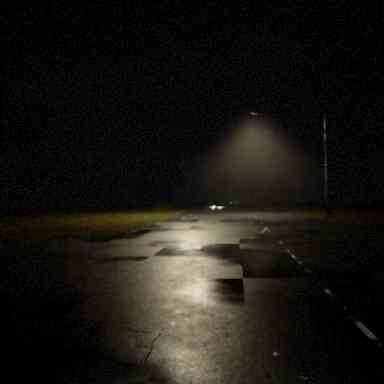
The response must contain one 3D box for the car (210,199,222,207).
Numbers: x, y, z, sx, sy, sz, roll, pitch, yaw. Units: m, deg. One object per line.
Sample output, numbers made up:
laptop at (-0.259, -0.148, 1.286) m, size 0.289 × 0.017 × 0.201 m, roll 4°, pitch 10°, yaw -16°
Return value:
car at (4.590, 2.004, 62.413) m, size 1.994 × 1.385 × 4.181 m, roll -1°, pitch 0°, yaw 8°
